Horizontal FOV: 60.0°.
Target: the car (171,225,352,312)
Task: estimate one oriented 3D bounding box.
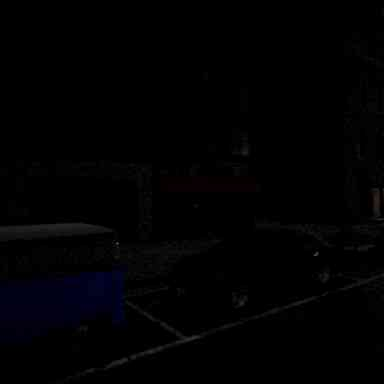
[{"bbox_3d":[1.556,1.558,7.708,4.313,1.339,1.947,-1,0,-36],"label":"car"}]

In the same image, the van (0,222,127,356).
[{"bbox_3d":[-2.893,1.373,4.470,3.998,1.788,1.690,-1,0,-36],"label":"van"}]

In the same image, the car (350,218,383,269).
[{"bbox_3d":[6.003,1.535,10.947,4.206,1.307,1.802,-1,0,-36],"label":"car"}]
